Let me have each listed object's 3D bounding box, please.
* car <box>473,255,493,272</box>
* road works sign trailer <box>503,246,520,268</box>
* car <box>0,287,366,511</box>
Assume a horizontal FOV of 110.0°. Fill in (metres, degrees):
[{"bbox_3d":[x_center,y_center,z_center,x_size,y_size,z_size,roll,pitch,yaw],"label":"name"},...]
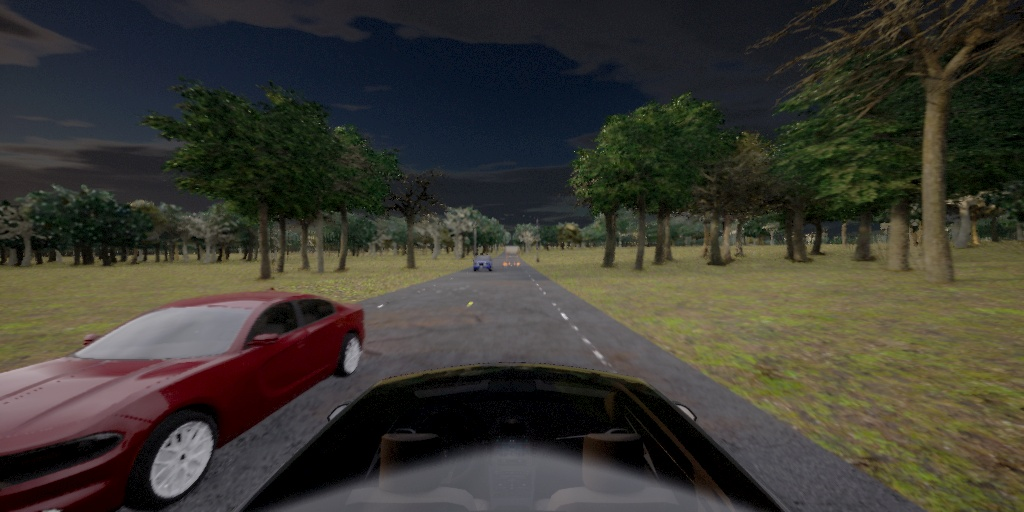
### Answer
[{"bbox_3d":[-3.561,0.905,44.815,2.150,2.045,5.566,0,0,0],"label":"car"},{"bbox_3d":[0.004,0.043,58.493,2.380,3.560,2.880,0,0,0],"label":"road works sign trailer"},{"bbox_3d":[-3.600,1.231,4.546,1.882,1.535,5.008,0,0,0],"label":"car"}]
